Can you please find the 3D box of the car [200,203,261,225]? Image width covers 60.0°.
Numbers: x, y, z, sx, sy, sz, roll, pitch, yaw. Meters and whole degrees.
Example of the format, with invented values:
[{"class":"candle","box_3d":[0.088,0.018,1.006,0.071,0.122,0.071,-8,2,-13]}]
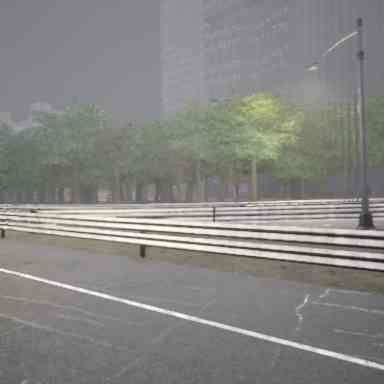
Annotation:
[{"class":"car","box_3d":[2.518,1.449,22.053,4.181,1.385,1.994,-2,-1,6]}]
